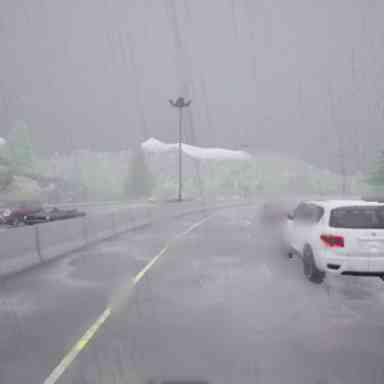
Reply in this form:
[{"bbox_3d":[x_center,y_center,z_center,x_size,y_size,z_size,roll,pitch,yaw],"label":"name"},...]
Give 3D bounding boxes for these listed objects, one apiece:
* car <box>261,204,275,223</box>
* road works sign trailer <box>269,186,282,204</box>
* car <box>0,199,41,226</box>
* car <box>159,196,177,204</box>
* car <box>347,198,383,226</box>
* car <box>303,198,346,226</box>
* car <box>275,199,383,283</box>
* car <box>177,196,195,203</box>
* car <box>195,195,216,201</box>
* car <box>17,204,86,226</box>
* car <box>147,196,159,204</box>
[{"bbox_3d":[6.371,1.599,25.846,1.994,1.385,4.181,0,0,11],"label":"car"},{"bbox_3d":[16.546,0.553,65.472,2.380,3.560,2.880,0,0,30],"label":"road works sign trailer"},{"bbox_3d":[-12.100,1.330,22.914,2.097,1.767,4.553,0,0,9],"label":"car"},{"bbox_3d":[-3.716,1.505,63.599,1.882,1.535,5.008,0,0,24],"label":"car"},{"bbox_3d":[13.274,1.407,24.706,2.097,1.767,4.553,0,0,11],"label":"car"},{"bbox_3d":[9.724,1.396,24.771,2.097,1.767,4.553,0,0,11],"label":"car"},{"bbox_3d":[4.093,1.240,9.783,2.150,2.045,5.566,0,0,4],"label":"car"},{"bbox_3d":[-0.573,1.599,62.019,1.994,1.385,4.181,0,0,24],"label":"car"},{"bbox_3d":[2.895,1.398,61.193,2.097,1.767,4.553,0,0,25],"label":"car"},{"bbox_3d":[-8.804,1.588,21.653,1.895,1.301,4.718,0,0,9],"label":"car"},{"bbox_3d":[-6.991,1.496,64.851,1.882,1.535,5.008,0,0,24],"label":"car"}]
